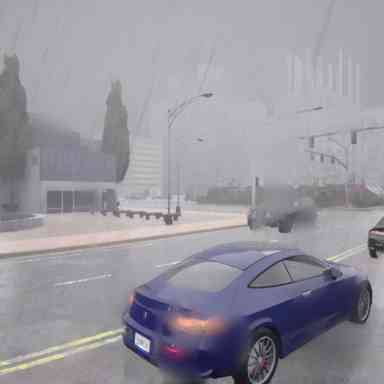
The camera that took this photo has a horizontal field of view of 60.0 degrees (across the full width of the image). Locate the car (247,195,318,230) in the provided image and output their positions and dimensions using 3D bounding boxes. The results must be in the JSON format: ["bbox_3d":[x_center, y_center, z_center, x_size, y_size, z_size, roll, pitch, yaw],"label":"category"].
[{"bbox_3d":[5.540,1.223,19.827,2.150,2.045,5.566,0,0,43],"label":"car"}]

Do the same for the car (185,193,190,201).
[{"bbox_3d":[0.013,1.156,76.458,1.905,1.878,3.866,0,0,44],"label":"car"}]

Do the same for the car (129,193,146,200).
[{"bbox_3d":[-14.188,1.156,90.002,1.905,1.878,3.866,0,0,44],"label":"car"}]

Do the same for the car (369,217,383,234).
[{"bbox_3d":[7.747,1.491,11.790,2.128,1.511,4.902,0,0,43],"label":"car"}]

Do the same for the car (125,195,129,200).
[{"bbox_3d":[-16.241,1.153,92.043,1.932,1.855,4.605,0,0,44],"label":"car"}]

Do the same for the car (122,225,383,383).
[{"bbox_3d":[1.162,1.526,5.278,4.674,1.442,1.812,0,0,-42],"label":"car"}]

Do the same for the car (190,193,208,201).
[{"bbox_3d":[2.097,1.395,74.448,1.970,1.475,3.806,0,0,44],"label":"car"}]
